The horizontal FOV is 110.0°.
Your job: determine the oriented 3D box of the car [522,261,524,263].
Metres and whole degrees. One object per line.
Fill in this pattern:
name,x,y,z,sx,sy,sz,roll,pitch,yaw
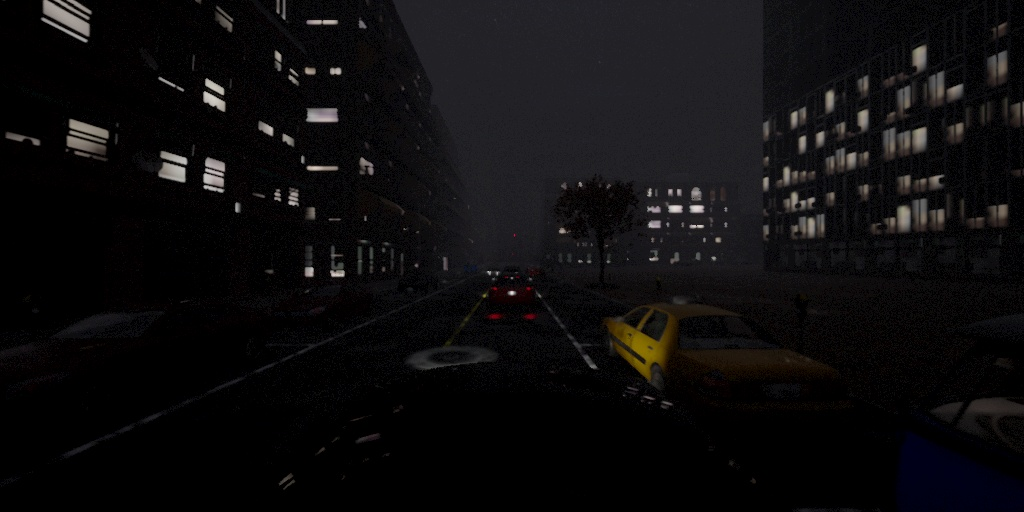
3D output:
car,2.683,1.757,49.864,1.888,1.381,4.507,0,0,0

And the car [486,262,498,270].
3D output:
car,-3.008,1.868,60.559,2.033,1.411,5.357,0,-1,0

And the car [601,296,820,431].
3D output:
car,2.688,1.311,5.824,1.751,1.417,4.829,0,0,0

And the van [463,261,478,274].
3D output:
van,-5.697,1.553,49.864,1.690,1.789,3.998,0,0,0

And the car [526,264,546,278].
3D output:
car,2.684,1.646,38.813,1.888,1.381,4.507,0,0,0

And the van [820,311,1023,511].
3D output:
van,2.689,1.076,0.129,1.690,1.789,3.998,0,0,0

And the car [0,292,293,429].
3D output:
car,-5.693,1.368,5.654,1.802,1.307,4.207,0,0,0

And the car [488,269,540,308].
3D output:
car,0.002,1.447,16.126,1.994,1.385,4.181,0,0,0

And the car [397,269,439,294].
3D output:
car,-5.694,1.506,22.233,1.948,1.339,4.313,0,0,0

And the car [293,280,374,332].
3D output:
car,-5.693,1.419,11.180,1.802,1.307,4.207,0,0,0

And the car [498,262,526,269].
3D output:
car,0.000,1.534,31.136,1.837,1.490,4.892,0,0,0
